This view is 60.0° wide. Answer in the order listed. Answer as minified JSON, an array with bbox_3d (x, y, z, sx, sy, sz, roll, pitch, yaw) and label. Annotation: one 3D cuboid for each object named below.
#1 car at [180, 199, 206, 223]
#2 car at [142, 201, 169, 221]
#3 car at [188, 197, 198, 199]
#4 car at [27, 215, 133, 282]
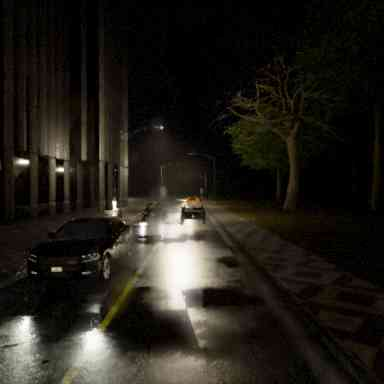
[{"bbox_3d":[0.086,1.534,25.876,2.128,1.511,4.902,0,0,0],"label":"car"},{"bbox_3d":[-3.011,1.543,28.017,1.837,1.490,4.892,0,0,0],"label":"car"},{"bbox_3d":[0.089,1.467,45.255,1.882,1.535,5.008,0,0,0],"label":"car"},{"bbox_3d":[-3.082,1.510,10.104,1.882,1.535,5.008,0,0,0],"label":"car"}]
